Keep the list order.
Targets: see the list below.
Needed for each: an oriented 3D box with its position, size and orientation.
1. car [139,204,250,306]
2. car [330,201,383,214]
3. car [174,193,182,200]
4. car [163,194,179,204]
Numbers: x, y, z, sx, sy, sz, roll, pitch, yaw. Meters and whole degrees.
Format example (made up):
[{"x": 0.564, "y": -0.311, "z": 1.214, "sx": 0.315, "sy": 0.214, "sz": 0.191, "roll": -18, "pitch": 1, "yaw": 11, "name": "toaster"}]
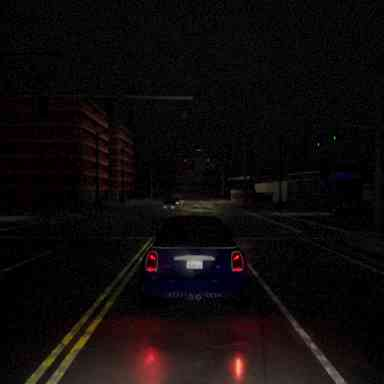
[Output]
[{"x": 0.053, "y": 1.335, "z": 8.161, "sx": 2.097, "sy": 1.767, "sz": 4.553, "roll": 0, "pitch": 0, "yaw": 0, "name": "car"}, {"x": 16.378, "y": 1.531, "z": 33.254, "sx": 4.718, "sy": 1.301, "sz": 1.895, "roll": 0, "pitch": 0, "yaw": 0, "name": "car"}, {"x": -3.689, "y": 1.391, "z": 70.893, "sx": 2.033, "sy": 1.411, "sz": 5.357, "roll": 0, "pitch": 0, "yaw": 0, "name": "car"}, {"x": -3.723, "y": 1.431, "z": 55.308, "sx": 2.033, "sy": 1.411, "sz": 5.357, "roll": 0, "pitch": 0, "yaw": 0, "name": "car"}]
